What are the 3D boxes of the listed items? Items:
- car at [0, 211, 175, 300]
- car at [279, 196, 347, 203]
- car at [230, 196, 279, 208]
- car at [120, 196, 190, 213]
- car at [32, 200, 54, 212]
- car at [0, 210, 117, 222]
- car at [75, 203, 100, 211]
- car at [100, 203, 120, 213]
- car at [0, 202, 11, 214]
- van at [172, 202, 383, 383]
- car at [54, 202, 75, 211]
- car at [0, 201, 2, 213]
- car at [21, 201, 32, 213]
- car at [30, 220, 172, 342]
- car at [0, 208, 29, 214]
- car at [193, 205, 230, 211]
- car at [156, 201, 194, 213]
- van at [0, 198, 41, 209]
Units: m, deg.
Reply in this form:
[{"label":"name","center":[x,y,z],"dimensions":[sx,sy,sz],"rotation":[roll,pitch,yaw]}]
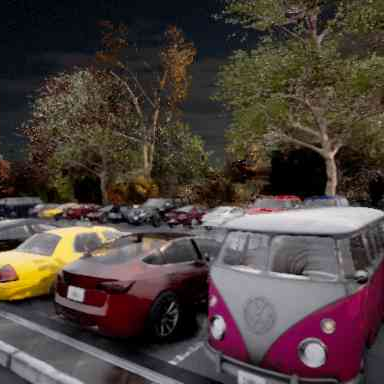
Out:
[{"label":"car","center":[-2.535,1.525,8.521],"dimensions":[1.946,1.575,5.366],"rotation":[-1,0,35]},{"label":"car","center":[6.908,1.258,17.593],"dimensions":[2.435,2.045,5.566],"rotation":[-1,0,35]},{"label":"car","center":[4.739,1.279,19.135],"dimensions":[2.435,2.045,5.566],"rotation":[-1,0,35]},{"label":"car","center":[-2.069,1.357,23.979],"dimensions":[2.435,2.045,5.566],"rotation":[-1,0,35]},{"label":"car","center":[-11.234,1.729,30.307],"dimensions":[1.946,1.575,5.366],"rotation":[-1,0,35]},{"label":"car","center":[-4.927,1.551,9.989],"dimensions":[2.097,1.535,5.008],"rotation":[-1,0,35]},{"label":"car","center":[-6.604,1.699,27.204],"dimensions":[2.163,1.488,4.792],"rotation":[-1,0,35]},{"label":"car","center":[-4.301,1.668,25.637],"dimensions":[2.163,1.488,4.792],"rotation":[-1,0,35]},{"label":"car","center":[-24.728,1.977,40.156],"dimensions":[2.002,1.452,4.674],"rotation":[-1,-1,36]},{"label":"van","center":[1.857,1.257,5.026],"dimensions":[1.878,1.987,4.442],"rotation":[-1,0,35]},{"label":"car","center":[-8.860,1.701,28.838],"dimensions":[2.097,1.535,5.008],"rotation":[-1,0,35]},{"label":"car","center":[-26.994,1.979,41.778],"dimensions":[2.097,1.535,5.008],"rotation":[-1,-1,36]},{"label":"car","center":[-13.396,1.803,32.071],"dimensions":[2.002,1.452,4.674],"rotation":[-1,0,35]},{"label":"car","center":[-0.341,1.535,6.769],"dimensions":[2.163,1.488,4.792],"rotation":[-1,0,35]},{"label":"car","center":[-9.510,1.635,13.220],"dimensions":[2.163,1.488,4.792],"rotation":[-1,0,35]},{"label":"car","center":[2.387,1.596,20.841],"dimensions":[2.002,1.452,4.674],"rotation":[-1,0,35]},{"label":"car","center":[0.217,1.581,22.381],"dimensions":[2.097,1.535,5.008],"rotation":[-1,0,35]},{"label":"van","center":[-17.868,1.600,35.402],"dimensions":[1.878,1.987,4.442],"rotation":[-1,-1,35]}]
